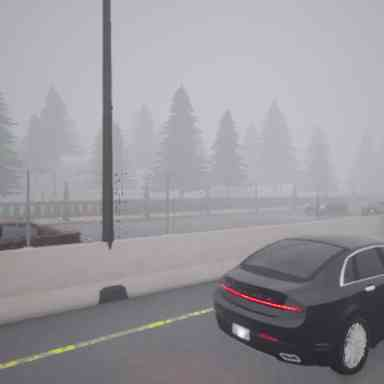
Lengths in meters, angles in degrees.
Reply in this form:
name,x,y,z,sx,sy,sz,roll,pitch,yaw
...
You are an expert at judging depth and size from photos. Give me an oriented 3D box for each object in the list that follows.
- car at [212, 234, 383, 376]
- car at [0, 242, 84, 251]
name,x,y,z,sx,sy,sz,roll,pitch,yaw
car,2.563,1.477,5.575,4.892,1.490,1.837,0,0,-36
car,-5.437,1.468,8.704,5.008,1.535,1.882,0,0,-36
